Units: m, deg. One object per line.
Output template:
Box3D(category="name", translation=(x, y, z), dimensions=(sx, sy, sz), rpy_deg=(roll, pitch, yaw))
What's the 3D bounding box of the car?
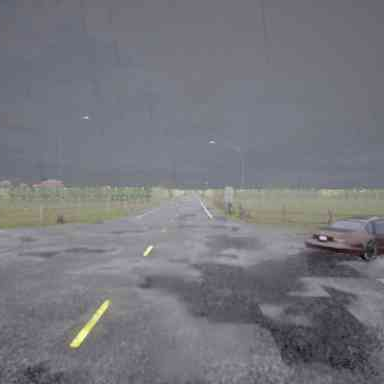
Box3D(category="car", translation=(6.763, 1.605, 12.317), dimensions=(5.357, 1.411, 2.033), rpy_deg=(0, 0, -23))
